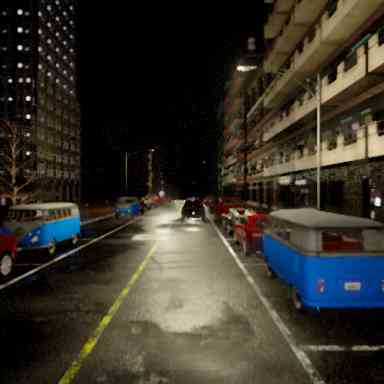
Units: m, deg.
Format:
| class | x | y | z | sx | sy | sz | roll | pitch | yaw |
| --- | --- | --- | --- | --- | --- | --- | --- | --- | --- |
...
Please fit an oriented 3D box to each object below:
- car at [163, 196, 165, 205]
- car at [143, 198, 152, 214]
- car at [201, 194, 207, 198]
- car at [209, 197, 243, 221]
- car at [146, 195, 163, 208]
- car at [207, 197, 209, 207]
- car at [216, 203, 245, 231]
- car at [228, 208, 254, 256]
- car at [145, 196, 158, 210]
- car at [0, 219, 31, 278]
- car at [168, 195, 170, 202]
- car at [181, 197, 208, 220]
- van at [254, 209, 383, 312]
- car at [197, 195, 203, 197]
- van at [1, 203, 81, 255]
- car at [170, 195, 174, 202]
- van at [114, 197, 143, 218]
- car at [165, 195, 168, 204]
| class | x | y | z | sx | sy | sz | roll | pitch | yaw |
| --- | --- | --- | --- | --- | --- | --- | --- | --- | --- |
| car | -5.694 | 1.592 | 51.635 | 1.802 | 1.307 | 4.206 | 0 | 0 | 0 |
| car | -5.694 | 1.583 | 35.052 | 1.802 | 1.307 | 4.206 | 0 | 0 | 0 |
| car | 2.685 | 1.451 | 51.634 | 1.967 | 1.590 | 4.097 | 0 | 0 | 0 |
| car | 2.683 | 1.314 | 23.996 | 2.192 | 1.841 | 5.009 | 0 | 0 | 0 |
| car | -5.696 | 1.322 | 46.107 | 2.192 | 1.841 | 5.009 | 0 | 0 | 0 |
| car | 2.686 | 1.568 | 35.051 | 1.947 | 1.339 | 4.313 | 0 | 0 | 0 |
| car | 2.686 | 1.549 | 18.468 | 2.008 | 1.369 | 4.403 | 0 | 0 | 0 |
| car | 2.686 | 1.543 | 12.941 | 1.887 | 1.381 | 4.507 | 0 | 0 | 0 |
| car | -5.695 | 1.554 | 40.580 | 2.008 | 1.369 | 4.403 | 0 | 0 | 0 |
| car | -5.695 | 1.543 | 7.414 | 1.887 | 1.381 | 4.507 | 0 | 0 | 0 |
| car | -5.694 | 1.569 | 62.690 | 2.008 | 1.369 | 4.403 | 0 | 0 | 0 |
| car | 0.102 | 1.477 | 27.699 | 1.882 | 1.535 | 5.008 | 0 | 0 | 0 |
| van | 2.684 | 1.340 | 7.413 | 1.690 | 1.788 | 3.998 | 0 | 0 | 0 |
| car | 0.101 | 1.498 | 45.767 | 2.128 | 1.511 | 4.902 | 0 | 0 | 0 |
| van | -5.696 | 1.338 | 12.942 | 1.690 | 1.788 | 3.998 | 0 | 0 | 0 |
| car | -5.695 | 1.468 | 73.745 | 1.967 | 1.590 | 4.097 | 0 | 0 | 0 |
| van | -5.696 | 1.340 | 29.524 | 1.690 | 1.788 | 3.998 | 0 | 0 | 0 |
| car | -5.694 | 1.559 | 57.162 | 1.887 | 1.381 | 4.507 | 0 | 0 | 0 |
